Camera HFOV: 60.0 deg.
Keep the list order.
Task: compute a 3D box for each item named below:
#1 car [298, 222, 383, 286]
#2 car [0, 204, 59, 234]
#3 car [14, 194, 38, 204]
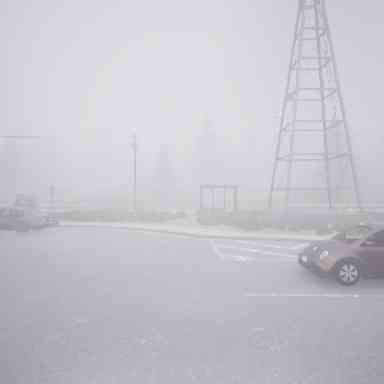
[{"bbox_3d":[4.890,1.521,8.735,3.905,1.438,1.784,0,0,0],"label":"car"},{"bbox_3d":[-10.327,1.547,18.664,5.357,1.411,2.033,0,0,4],"label":"car"},{"bbox_3d":[-18.655,1.221,37.426,2.150,2.045,5.566,0,0,-22],"label":"car"}]
